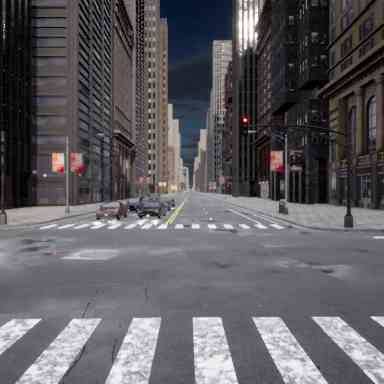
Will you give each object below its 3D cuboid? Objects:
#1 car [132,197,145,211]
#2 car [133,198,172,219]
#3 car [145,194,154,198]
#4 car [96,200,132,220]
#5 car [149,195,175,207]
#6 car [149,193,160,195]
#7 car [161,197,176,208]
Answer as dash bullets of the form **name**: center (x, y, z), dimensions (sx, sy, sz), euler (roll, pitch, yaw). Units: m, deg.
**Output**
- **car**: center (-6.675, 1.577, 37.155), dimensions (1.895, 1.301, 4.718), euler (0, 0, 0)
- **car**: center (-3.383, 1.531, 29.483), dimensions (2.033, 1.411, 5.357), euler (0, 0, 4)
- **car**: center (-6.696, 1.470, 47.395), dimensions (1.837, 1.490, 4.892), euler (0, 0, 0)
- **car**: center (-6.655, 1.510, 28.047), dimensions (1.812, 1.442, 4.674), euler (0, 0, 0)
- **car**: center (-3.426, 1.466, 39.222), dimensions (2.128, 1.511, 4.902), euler (0, 0, 0)
- **car**: center (-6.680, 1.170, 57.844), dimensions (2.150, 2.045, 5.566), euler (0, 0, 1)
- **car**: center (-3.455, 1.510, 49.774), dimensions (2.033, 1.411, 5.357), euler (0, 0, 0)
